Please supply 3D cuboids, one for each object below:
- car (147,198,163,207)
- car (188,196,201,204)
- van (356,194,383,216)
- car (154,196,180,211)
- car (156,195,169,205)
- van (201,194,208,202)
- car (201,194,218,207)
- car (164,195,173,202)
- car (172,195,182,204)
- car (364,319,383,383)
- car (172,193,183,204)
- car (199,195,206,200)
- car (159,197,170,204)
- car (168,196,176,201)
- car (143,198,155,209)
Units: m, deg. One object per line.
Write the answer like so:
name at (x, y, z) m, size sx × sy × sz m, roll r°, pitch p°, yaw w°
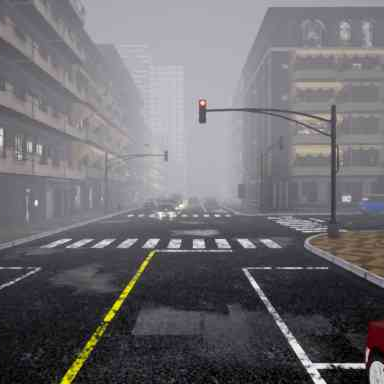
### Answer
car at (-5.543, 1.580, 50.827) m, size 1.947 × 1.339 × 4.313 m, roll 0°, pitch 0°, yaw 0°
car at (0.290, 1.500, 62.091) m, size 1.882 × 1.535 × 5.008 m, roll 0°, pitch 0°, yaw 0°
van at (15.723, 1.035, 27.328) m, size 3.998 × 1.788 × 1.690 m, roll -1°, pitch 1°, yaw -1°
car at (-2.975, 1.554, 40.483) m, size 2.033 × 1.411 × 5.357 m, roll 0°, pitch 0°, yaw 0°
car at (-5.510, 1.462, 61.883) m, size 1.967 × 1.590 × 4.097 m, roll -1°, pitch 0°, yaw 0°
van at (2.922, 1.379, 78.435) m, size 1.690 × 1.788 × 3.998 m, roll -1°, pitch 0°, yaw 0°
car at (2.836, 1.454, 50.796) m, size 1.967 × 1.590 × 4.097 m, roll -1°, pitch 0°, yaw 0°
car at (-5.457, 1.563, 78.297) m, size 1.752 × 1.417 × 4.829 m, roll -1°, pitch 0°, yaw 0°
car at (-2.942, 1.577, 50.367) m, size 1.994 × 1.385 × 4.181 m, roll 0°, pitch 0°, yaw 0°
car at (2.685, 1.544, 1.797) m, size 1.887 × 1.381 × 4.507 m, roll 0°, pitch 0°, yaw 0°
car at (-2.863, 1.247, 62.752) m, size 2.150 × 2.045 × 5.566 m, roll 0°, pitch 0°, yaw 1°
car at (2.975, 1.602, 95.019) m, size 1.887 × 1.381 × 4.507 m, roll -1°, pitch 0°, yaw 0°
car at (-5.491, 1.609, 67.411) m, size 1.802 × 1.307 × 4.206 m, roll -1°, pitch 0°, yaw 0°
car at (-5.422, 1.632, 89.523) m, size 1.802 × 1.307 × 4.206 m, roll -1°, pitch 0°, yaw 0°
car at (-5.559, 1.561, 45.300) m, size 2.008 × 1.369 × 4.403 m, roll 0°, pitch 0°, yaw 0°
